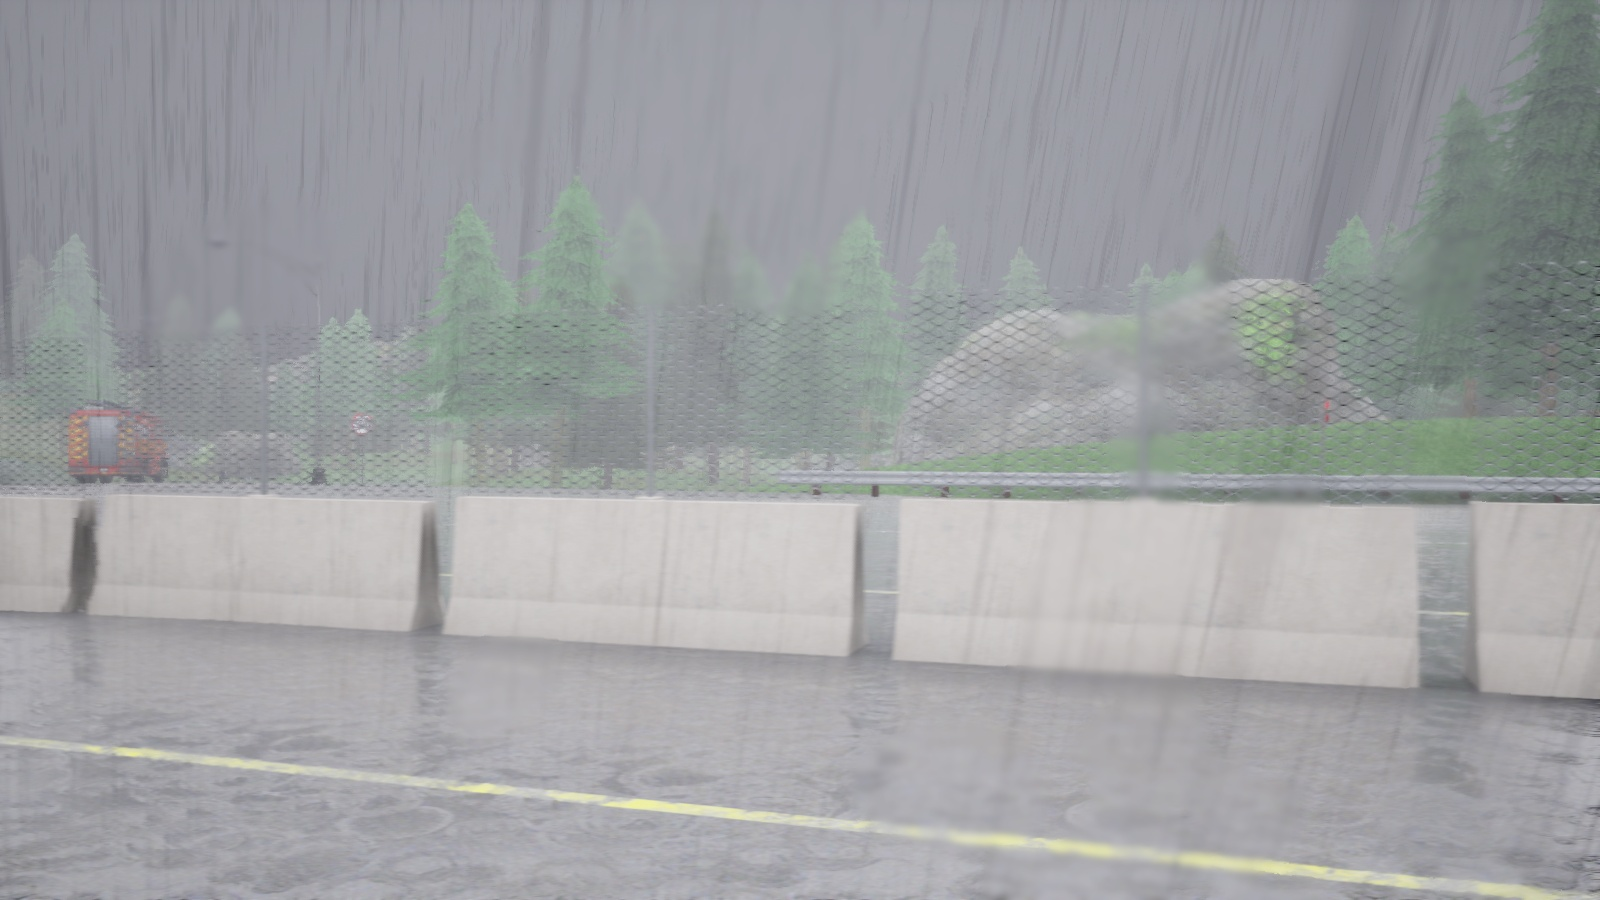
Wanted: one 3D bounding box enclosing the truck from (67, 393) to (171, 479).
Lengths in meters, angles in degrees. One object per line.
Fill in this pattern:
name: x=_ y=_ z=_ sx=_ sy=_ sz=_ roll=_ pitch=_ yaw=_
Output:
truck: x=-32.731 y=-0.535 z=60.688 sx=2.891 sy=3.827 sz=8.468 roll=0 pitch=-1 yaw=-18
